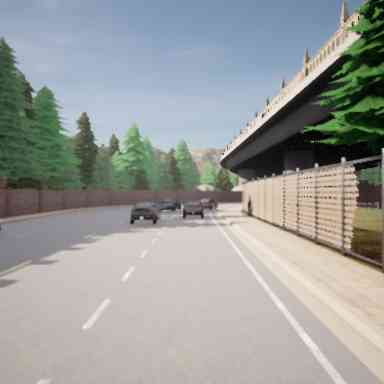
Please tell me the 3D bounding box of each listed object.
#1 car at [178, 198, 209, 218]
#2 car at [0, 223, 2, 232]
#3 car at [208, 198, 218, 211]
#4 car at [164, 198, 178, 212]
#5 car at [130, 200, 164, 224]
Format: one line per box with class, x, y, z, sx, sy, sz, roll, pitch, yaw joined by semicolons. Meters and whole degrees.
car;0.150;1.494;29.747;2.128;1.511;4.902;0;0;1
car;-10.571;1.563;15.021;1.994;1.385;4.181;0;0;1
car;1.986;1.528;41.742;1.812;1.442;4.674;0;0;18
car;-2.439;1.493;38.749;2.128;1.511;4.902;0;0;10
car;-3.389;1.505;24.875;1.837;1.490;4.892;0;0;0
